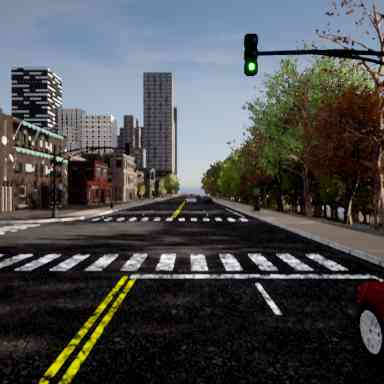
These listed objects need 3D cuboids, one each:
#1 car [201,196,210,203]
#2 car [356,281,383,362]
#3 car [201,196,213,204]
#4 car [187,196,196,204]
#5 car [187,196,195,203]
[{"bbox_3d":[3.066,1.664,76.234,1.837,1.490,4.892,0,0,0],"label":"car"},{"bbox_3d":[3.343,1.485,2.900,1.882,1.535,5.008,0,0,0],"label":"car"},{"bbox_3d":[3.187,1.690,65.739,2.033,1.411,5.357,0,0,0],"label":"car"},{"bbox_3d":[-0.064,1.747,67.253,1.895,1.301,4.718,0,0,0],"label":"car"},{"bbox_3d":[-0.188,1.666,77.292,1.837,1.490,4.892,0,0,0],"label":"car"}]
